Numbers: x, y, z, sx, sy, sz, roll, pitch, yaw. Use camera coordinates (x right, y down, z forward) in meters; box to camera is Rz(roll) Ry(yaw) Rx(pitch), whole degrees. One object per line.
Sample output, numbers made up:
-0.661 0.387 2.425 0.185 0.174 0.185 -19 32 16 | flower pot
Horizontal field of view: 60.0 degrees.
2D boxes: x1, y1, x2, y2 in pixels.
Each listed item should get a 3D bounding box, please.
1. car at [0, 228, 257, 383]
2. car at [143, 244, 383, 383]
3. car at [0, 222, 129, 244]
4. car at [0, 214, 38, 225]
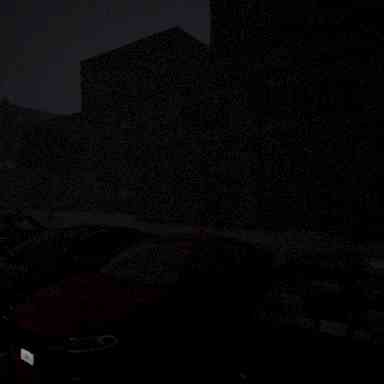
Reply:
-0.296 1.479 5.572 2.097 1.535 5.008 0 0 35 | car
1.961 1.481 3.948 2.231 1.521 4.892 0 0 35 | car
-2.578 1.509 7.157 2.163 1.488 4.792 0 0 35 | car
-4.833 1.356 8.768 2.185 1.767 4.553 0 0 35 | car
